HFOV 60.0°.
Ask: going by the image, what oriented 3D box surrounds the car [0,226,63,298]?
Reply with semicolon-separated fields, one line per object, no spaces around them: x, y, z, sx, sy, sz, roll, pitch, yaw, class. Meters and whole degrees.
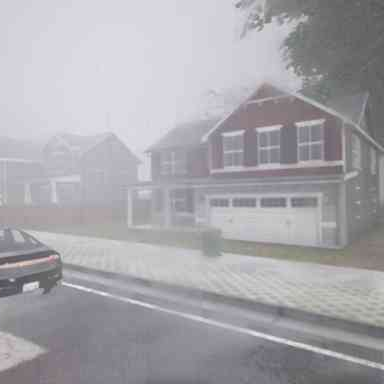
-4.923;1.529;7.502;4.902;1.511;2.128;0;0;35;car
